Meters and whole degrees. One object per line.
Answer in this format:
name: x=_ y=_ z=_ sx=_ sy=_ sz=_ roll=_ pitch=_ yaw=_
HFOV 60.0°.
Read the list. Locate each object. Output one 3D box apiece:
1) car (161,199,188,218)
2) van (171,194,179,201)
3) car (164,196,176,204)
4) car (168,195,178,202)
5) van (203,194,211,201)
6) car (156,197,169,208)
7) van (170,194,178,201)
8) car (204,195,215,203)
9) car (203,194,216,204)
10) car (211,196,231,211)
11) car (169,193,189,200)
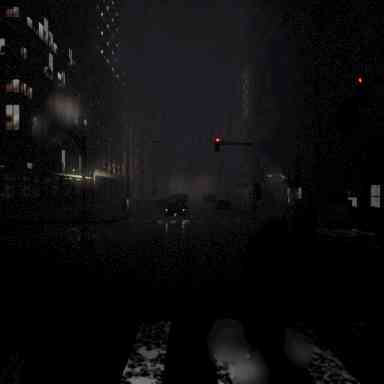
car: x=-1.493 y=1.619 z=30.309 sx=1.895 sy=1.301 sz=4.718 roll=0 pitch=0 yaw=-2
van: x=-4.354 y=1.315 z=85.940 sx=1.690 sy=1.788 sz=3.998 roll=0 pitch=0 yaw=0
car: x=-4.218 y=1.564 z=63.830 sx=1.947 sy=1.339 sz=4.313 roll=0 pitch=0 yaw=0
car: x=-4.286 y=1.426 z=74.886 sx=1.967 sy=1.590 sz=4.097 roll=0 pitch=0 yaw=0
van: x=3.560 y=1.321 z=80.461 sx=1.690 sy=1.788 sz=3.998 roll=0 pitch=0 yaw=0
car: x=-4.117 y=1.593 z=47.248 sx=1.802 sy=1.307 sz=4.206 roll=0 pitch=0 yaw=0
van: x=-4.320 y=1.321 z=80.413 sx=1.690 sy=1.788 sz=3.998 roll=0 pitch=0 yaw=0
car: x=3.628 y=1.432 z=69.407 sx=1.967 sy=1.590 sz=4.097 roll=0 pitch=0 yaw=0
car: x=3.662 y=1.313 z=63.878 sx=2.192 sy=1.841 sz=5.009 roll=0 pitch=0 yaw=0
car: x=3.847 y=1.579 z=41.770 sx=1.947 sy=1.339 sz=4.313 roll=0 pitch=0 yaw=0
car: x=-1.647 y=1.235 z=46.799 sx=2.150 sy=2.045 sz=5.566 roll=0 pitch=0 yaw=0
